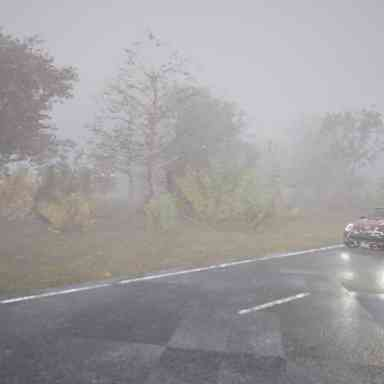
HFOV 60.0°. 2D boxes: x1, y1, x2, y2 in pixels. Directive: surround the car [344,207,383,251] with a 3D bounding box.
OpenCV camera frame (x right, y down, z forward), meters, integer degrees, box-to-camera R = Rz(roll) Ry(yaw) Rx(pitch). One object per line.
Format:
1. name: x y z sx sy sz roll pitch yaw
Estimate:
1. car: 8.183 1.373 13.516 4.553 1.767 2.097 0 0 -36
